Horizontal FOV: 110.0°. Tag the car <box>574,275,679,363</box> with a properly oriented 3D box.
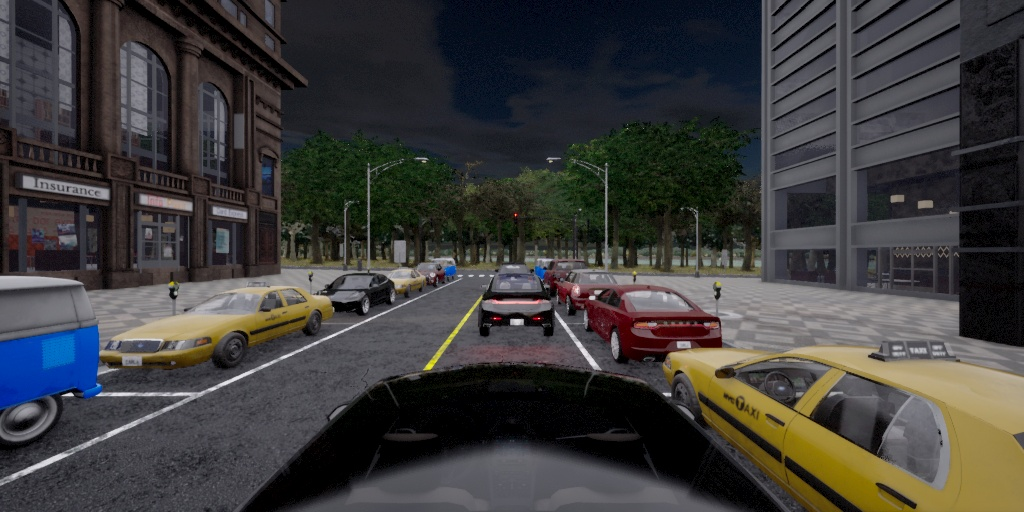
[{"bbox_3d":[2.772,1.295,8.002,1.888,1.381,4.507,0,0,0],"label":"car"}]

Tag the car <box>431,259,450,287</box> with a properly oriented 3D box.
[{"bbox_3d":[-5.728,1.192,24.327,1.967,1.591,4.097,0,0,0],"label":"car"}]

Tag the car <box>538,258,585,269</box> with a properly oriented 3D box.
[{"bbox_3d":[2.789,1.066,18.877,2.192,1.841,5.009,0,0,0],"label":"car"}]

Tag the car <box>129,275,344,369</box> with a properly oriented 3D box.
[{"bbox_3d":[-5.754,1.275,7.845,1.751,1.417,4.829,0,0,0],"label":"car"}]

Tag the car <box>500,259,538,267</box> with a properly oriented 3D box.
[{"bbox_3d":[0.128,1.103,19.281,2.097,1.767,4.553,0,0,1],"label":"car"}]

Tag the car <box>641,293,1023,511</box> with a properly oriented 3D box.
[{"bbox_3d":[2.763,1.275,2.734,1.751,1.417,4.829,0,0,0],"label":"car"}]

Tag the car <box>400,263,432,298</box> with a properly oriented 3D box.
[{"bbox_3d":[-5.737,1.277,18.720,1.751,1.417,4.829,0,0,0],"label":"car"}]

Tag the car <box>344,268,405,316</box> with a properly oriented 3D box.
[{"bbox_3d":[-5.745,1.316,13.452,1.948,1.339,4.313,0,0,0],"label":"car"}]

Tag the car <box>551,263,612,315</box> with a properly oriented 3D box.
[{"bbox_3d":[2.780,1.190,13.439,1.967,1.591,4.097,0,0,0],"label":"car"}]

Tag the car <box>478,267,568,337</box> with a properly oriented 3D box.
[{"bbox_3d":[0.114,1.242,10.316,2.128,1.511,4.902,0,0,0],"label":"car"}]

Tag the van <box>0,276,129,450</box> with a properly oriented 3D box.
[{"bbox_3d":[-5.762,1.091,2.578,1.690,1.789,3.998,0,0,0],"label":"van"}]

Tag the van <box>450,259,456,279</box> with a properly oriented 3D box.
[{"bbox_3d":[-5.719,1.094,29.765,1.690,1.789,3.998,0,0,0],"label":"van"}]
